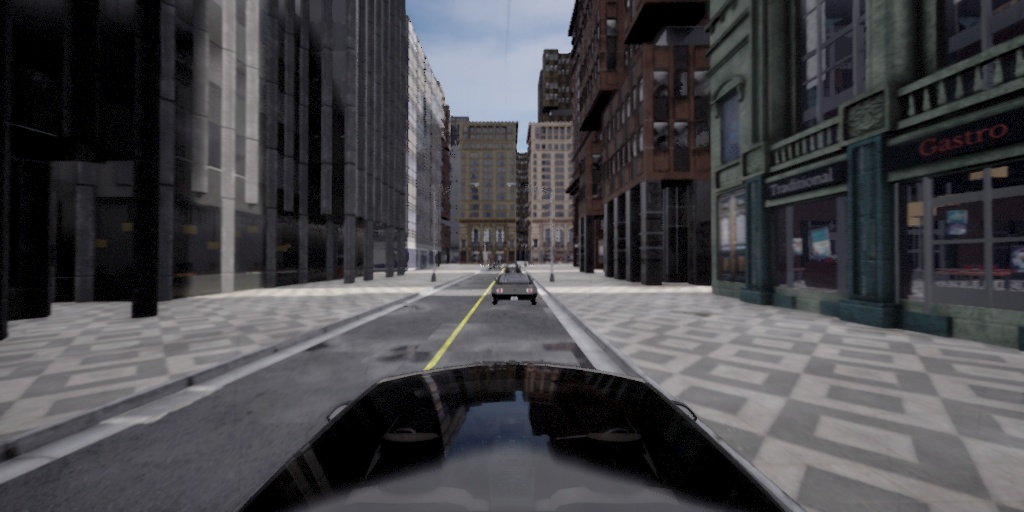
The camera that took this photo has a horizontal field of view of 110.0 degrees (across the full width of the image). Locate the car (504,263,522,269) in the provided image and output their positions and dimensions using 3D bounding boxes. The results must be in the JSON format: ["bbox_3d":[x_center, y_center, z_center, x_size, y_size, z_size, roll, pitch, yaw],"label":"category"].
[{"bbox_3d":[0.108,1.530,40.219,1.812,1.442,4.674,0,0,0],"label":"car"}]

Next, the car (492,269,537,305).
[{"bbox_3d":[0.103,1.444,16.711,1.895,1.301,4.718,0,0,0],"label":"car"}]

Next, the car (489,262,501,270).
[{"bbox_3d":[-2.989,1.754,63.080,1.994,1.385,4.181,0,0,0],"label":"car"}]
